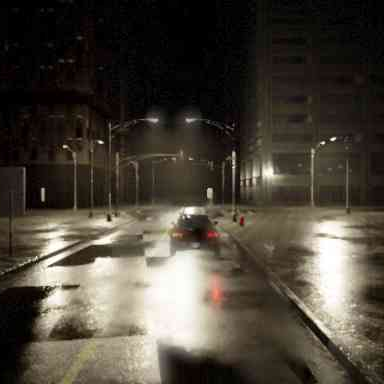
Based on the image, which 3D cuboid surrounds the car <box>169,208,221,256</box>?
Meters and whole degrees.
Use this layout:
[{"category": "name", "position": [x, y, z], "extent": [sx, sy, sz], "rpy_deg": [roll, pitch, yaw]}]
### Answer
[{"category": "car", "position": [0.100, 1.600, 13.288], "extent": [1.812, 1.442, 4.674], "rpy_deg": [0, 0, 0]}]
